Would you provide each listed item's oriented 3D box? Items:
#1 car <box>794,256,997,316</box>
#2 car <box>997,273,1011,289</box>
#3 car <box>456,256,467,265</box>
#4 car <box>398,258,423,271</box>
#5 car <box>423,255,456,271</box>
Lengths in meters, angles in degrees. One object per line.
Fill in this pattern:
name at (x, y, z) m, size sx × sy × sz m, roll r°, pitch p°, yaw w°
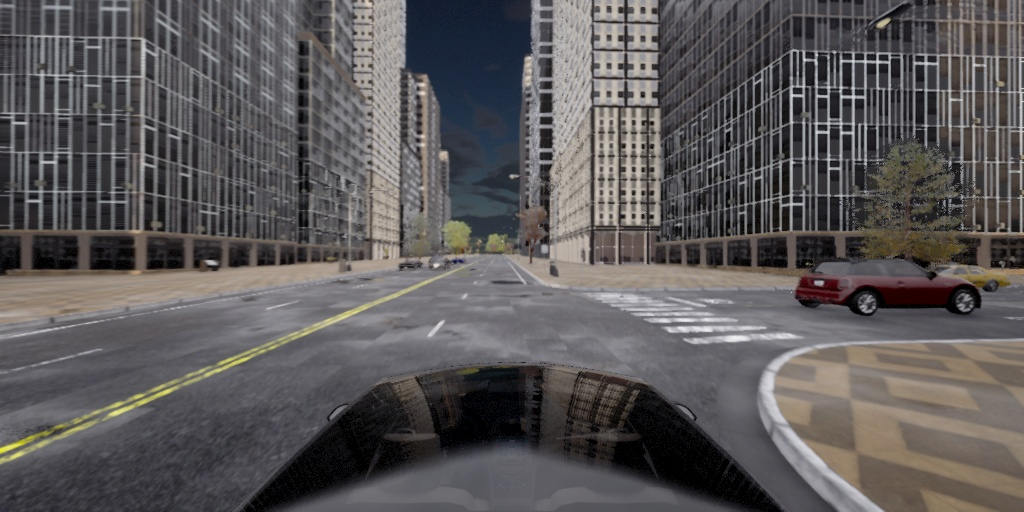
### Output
car at (11.868, 0.864, 11.498) m, size 4.553 × 1.767 × 2.097 m, roll 0°, pitch 0°, yaw -3°
car at (21.398, 1.011, 17.624) m, size 4.829 × 1.417 × 1.751 m, roll 0°, pitch 0°, yaw -3°
car at (-8.429, 0.708, 57.681) m, size 1.895 × 1.301 × 4.718 m, roll 0°, pitch 1°, yaw -1°
car at (-11.141, 0.891, 39.645) m, size 1.895 × 1.301 × 4.718 m, roll 0°, pitch 1°, yaw -2°
car at (-7.884, 0.798, 39.447) m, size 2.128 × 1.511 × 4.902 m, roll 0°, pitch 1°, yaw -2°
